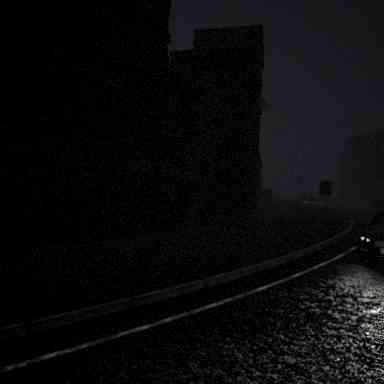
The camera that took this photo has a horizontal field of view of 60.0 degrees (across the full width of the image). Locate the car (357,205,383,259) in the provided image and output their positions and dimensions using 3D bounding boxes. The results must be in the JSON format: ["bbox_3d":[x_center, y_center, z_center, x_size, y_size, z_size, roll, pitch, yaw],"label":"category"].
[{"bbox_3d":[7.181,1.457,11.631,2.128,1.511,4.902,1,1,37],"label":"car"}]

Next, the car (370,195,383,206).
[{"bbox_3d":[21.009,1.150,35.798,2.097,1.767,4.553,3,1,8],"label":"car"}]

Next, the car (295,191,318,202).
[{"bbox_3d":[17.502,0.650,50.824,1.882,1.535,5.008,4,2,-4],"label":"car"}]
